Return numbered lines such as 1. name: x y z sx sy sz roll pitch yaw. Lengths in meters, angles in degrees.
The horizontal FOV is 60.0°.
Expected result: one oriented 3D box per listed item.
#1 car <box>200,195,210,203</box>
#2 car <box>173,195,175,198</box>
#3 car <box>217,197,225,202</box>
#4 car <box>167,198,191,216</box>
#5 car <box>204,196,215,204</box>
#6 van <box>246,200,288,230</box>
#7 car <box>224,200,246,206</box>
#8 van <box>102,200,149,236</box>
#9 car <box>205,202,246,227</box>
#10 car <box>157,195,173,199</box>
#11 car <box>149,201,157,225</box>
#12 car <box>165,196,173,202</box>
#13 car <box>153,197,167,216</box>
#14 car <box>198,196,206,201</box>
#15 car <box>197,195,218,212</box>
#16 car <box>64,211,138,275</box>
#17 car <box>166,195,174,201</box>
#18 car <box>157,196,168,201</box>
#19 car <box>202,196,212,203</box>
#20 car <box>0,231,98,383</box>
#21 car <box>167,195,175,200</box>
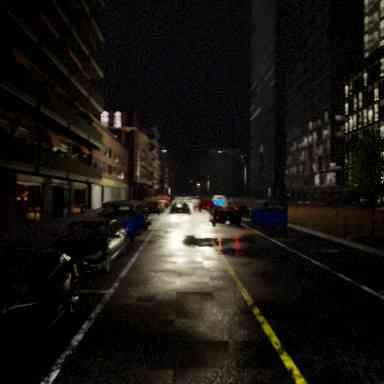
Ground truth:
1. car: 3.048 1.570 77.287 1.967 1.590 4.097 2 0 -2
2. car: -4.955 1.547 65.872 1.887 1.381 4.507 2 0 -2
3. car: 4.352 1.626 38.490 1.752 1.417 4.829 2 0 -2
4. car: -1.177 1.581 33.272 1.994 1.385 4.181 1 0 -2
5. car: 3.414 1.646 66.323 1.752 1.417 4.829 2 0 -2
6. van: 4.925 1.432 21.622 1.690 1.788 3.998 2 0 -2
7. car: 4.544 1.679 32.753 1.802 1.307 4.206 2 0 -2
8. van: -3.262 1.311 15.775 1.690 1.788 3.998 2 0 -2
9. car: 2.195 1.655 23.264 1.895 1.301 4.718 1 0 -1
10. car: -4.386 1.305 49.173 2.192 1.841 5.009 2 0 -2
11. car: -3.449 1.498 21.171 1.752 1.417 4.829 2 0 -2
12. car: -5.331 1.593 77.006 1.802 1.307 4.206 2 0 -2
13. car: -3.830 1.530 32.472 2.008 1.369 4.403 2 0 -2
14. car: 2.670 1.684 88.420 1.887 1.381 4.507 2 0 -2
15. car: 1.685 1.541 39.467 1.882 1.535 5.008 1 0 -2
16. car: -3.081 1.518 10.207 2.008 1.369 4.403 2 0 -2
17. car: -5.704 1.565 88.139 1.887 1.381 4.507 2 0 -2
18. car: -4.012 1.508 37.870 1.752 1.417 4.829 2 0 -2
19. car: 3.232 1.670 71.720 1.887 1.381 4.507 2 0 -2
20. car: -2.894 1.530 4.641 1.947 1.339 4.313 2 0 -2
21. car: -5.892 1.591 93.706 1.947 1.339 4.313 2 0 -2
